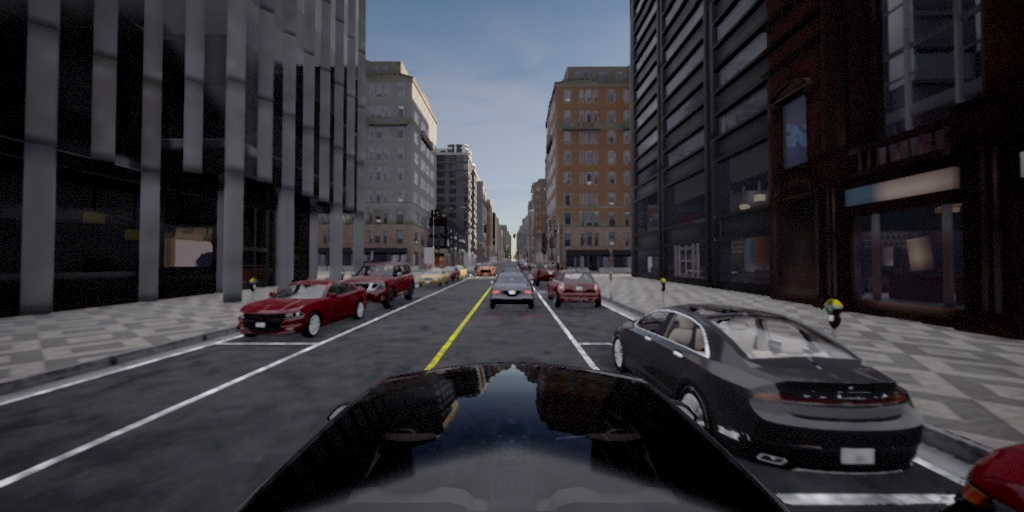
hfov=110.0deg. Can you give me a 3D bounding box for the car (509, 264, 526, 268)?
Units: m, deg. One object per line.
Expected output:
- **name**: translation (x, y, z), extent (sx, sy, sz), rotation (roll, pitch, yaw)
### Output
- **car**: translation (0.001, 1.630, 30.967), extent (1.895, 1.301, 4.718), rotation (0, -1, 0)

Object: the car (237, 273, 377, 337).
- **car**: translation (-5.857, 1.379, 10.580), extent (1.888, 1.381, 4.507), rotation (0, 0, 0)

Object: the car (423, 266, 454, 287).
- **car**: translation (-5.858, 1.521, 27.284), extent (1.751, 1.417, 4.829), rotation (0, 0, 0)

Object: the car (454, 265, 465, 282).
- **car**: translation (-5.858, 1.595, 33.078), extent (1.888, 1.381, 4.507), rotation (0, 0, 0)

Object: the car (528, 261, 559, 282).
- **car**: translation (2.668, 1.310, 27.445), extent (2.192, 1.841, 5.009), rotation (0, 0, 0)

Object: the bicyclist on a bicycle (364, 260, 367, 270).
- **bicyclist on a bicycle**: translation (-23.014, 1.423, 56.172), extent (0.582, 1.620, 1.656), rotation (0, -1, 0)

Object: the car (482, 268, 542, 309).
- **car**: translation (0.000, 1.432, 15.848), extent (2.033, 1.411, 5.357), rotation (0, -1, 0)

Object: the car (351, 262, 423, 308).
- **car**: translation (-5.858, 1.202, 16.205), extent (2.192, 1.841, 5.009), rotation (0, 0, 0)

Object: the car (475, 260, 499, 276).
- **car**: translation (-3.004, 1.488, 43.139), extent (2.097, 1.767, 4.553), rotation (0, 0, 0)

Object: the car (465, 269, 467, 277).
- **car**: translation (-5.858, 1.629, 38.532), extent (1.751, 1.417, 4.829), rotation (0, 0, 0)

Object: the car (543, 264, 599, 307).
- **car**: translation (2.668, 1.327, 16.196), extent (1.967, 1.591, 4.097), rotation (0, 0, 0)

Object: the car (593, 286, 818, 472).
- **car**: translation (2.668, 1.331, 4.949), extent (2.007, 1.370, 4.403), rotation (0, 0, 0)
